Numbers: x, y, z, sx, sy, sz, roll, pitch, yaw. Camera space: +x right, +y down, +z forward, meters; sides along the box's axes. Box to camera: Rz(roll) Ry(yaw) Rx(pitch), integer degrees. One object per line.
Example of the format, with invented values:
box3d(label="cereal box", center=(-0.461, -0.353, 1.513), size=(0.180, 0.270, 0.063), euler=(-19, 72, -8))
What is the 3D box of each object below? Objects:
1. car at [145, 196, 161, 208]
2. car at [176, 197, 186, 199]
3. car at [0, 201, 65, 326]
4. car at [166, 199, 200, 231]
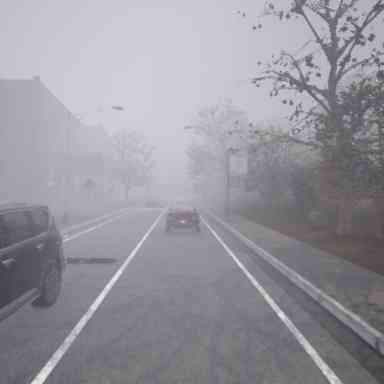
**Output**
box3d(label="car", center=(-5.225, 1.325, 44.987), size=(1.837, 1.490, 4.892), euler=(0, 0, -2))
box3d(label="car", center=(-1.382, 1.364, 41.051), size=(1.812, 1.442, 4.674), euler=(0, 0, -2))
box3d(label="car", center=(-3.727, 1.209, 4.929), size=(2.150, 2.045, 5.566), euler=(0, 0, -2))
box3d(label="car", center=(-0.565, 1.401, 19.915), size=(1.882, 1.535, 5.008), euler=(0, 0, -2))
